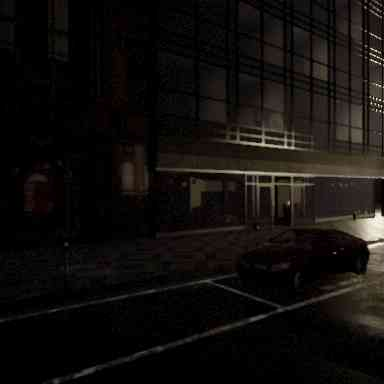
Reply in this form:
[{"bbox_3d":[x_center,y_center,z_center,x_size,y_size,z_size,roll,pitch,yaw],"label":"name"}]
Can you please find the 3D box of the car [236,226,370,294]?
[{"bbox_3d":[3.045,1.581,8.711,4.206,1.307,1.802,0,0,-36],"label":"car"}]
